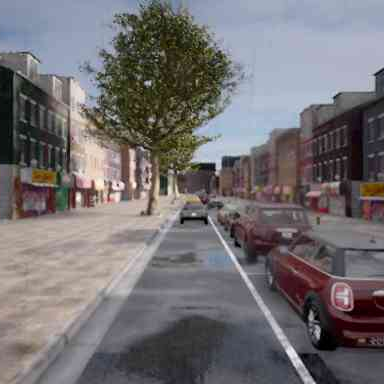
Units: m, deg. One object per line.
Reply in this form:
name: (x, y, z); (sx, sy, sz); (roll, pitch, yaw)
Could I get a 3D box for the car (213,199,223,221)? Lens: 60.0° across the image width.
car: (2.674, 1.455, 22.986); (1.752, 1.417, 4.829); (1, 0, 0)

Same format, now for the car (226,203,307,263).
car: (2.663, 1.283, 11.733); (2.192, 1.841, 5.009); (1, 0, 0)

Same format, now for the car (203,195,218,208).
car: (2.693, 1.413, 39.440); (2.008, 1.369, 4.403); (1, 0, 0)

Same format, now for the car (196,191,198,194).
car: (2.748, 0.955, 83.766); (2.192, 1.841, 5.009); (1, 0, 0)

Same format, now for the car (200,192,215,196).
car: (2.709, 1.123, 50.521); (2.192, 1.841, 5.009); (1, 0, 0)

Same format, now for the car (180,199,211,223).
car: (0.130, 1.487, 24.617); (1.994, 1.385, 4.181); (0, 0, 0)

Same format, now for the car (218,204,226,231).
car: (2.666, 1.516, 17.275); (1.947, 1.339, 4.313); (1, 0, 0)

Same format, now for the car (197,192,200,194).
car: (2.729, 1.039, 67.144); (2.192, 1.841, 5.009); (1, 0, 0)

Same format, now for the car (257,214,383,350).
car: (2.654, 1.425, 6.192); (1.967, 1.590, 4.097); (1, 0, 0)

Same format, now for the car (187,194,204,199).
car: (0.147, 1.329, 41.607); (1.882, 1.535, 5.008); (0, 0, 0)

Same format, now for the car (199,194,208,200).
car: (2.738, 1.213, 78.226); (1.887, 1.381, 4.507); (1, 0, 0)
